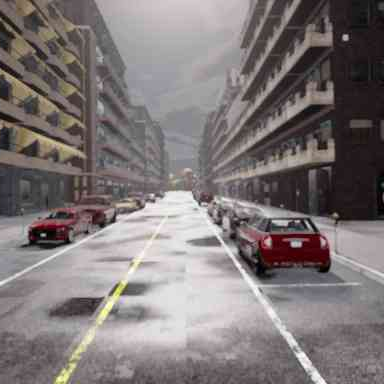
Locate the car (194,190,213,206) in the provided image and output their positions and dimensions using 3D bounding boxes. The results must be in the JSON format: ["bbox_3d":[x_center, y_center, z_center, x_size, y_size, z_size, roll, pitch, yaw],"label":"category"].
[{"bbox_3d":[1.799,0.779,43.497,2.192,1.841,5.009,0,1,-1],"label":"car"}]

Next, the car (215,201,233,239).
[{"bbox_3d":[2.397,1.331,15.668,2.008,1.369,4.403,0,1,-1],"label":"car"}]

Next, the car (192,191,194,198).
[{"bbox_3d":[1.560,0.890,54.632,2.008,1.369,4.403,0,1,-1],"label":"car"}]

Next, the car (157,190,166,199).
[{"bbox_3d":[-7.177,0.593,71.183,2.192,1.841,5.009,0,1,-1],"label":"car"}]

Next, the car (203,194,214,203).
[{"bbox_3d":[2.155,1.176,26.970,1.752,1.417,4.829,0,1,-1],"label":"car"}]

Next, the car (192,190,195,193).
[{"bbox_3d":[1.440,0.822,60.198,1.887,1.381,4.507,0,1,-1],"label":"car"}]

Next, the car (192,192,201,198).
[{"bbox_3d":[1.082,0.658,76.897,1.947,1.339,4.313,0,1,-1],"label":"car"}]

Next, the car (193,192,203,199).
[{"bbox_3d":[1.201,0.704,71.331,2.008,1.369,4.403,0,1,-1],"label":"car"}]

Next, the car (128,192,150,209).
[{"bbox_3d":[-6.460,0.966,37.785,2.192,1.841,5.009,0,1,-1],"label":"car"}]

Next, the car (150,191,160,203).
[{"bbox_3d":[-6.818,1.030,54.487,1.947,1.339,4.313,0,1,-1],"label":"car"}]

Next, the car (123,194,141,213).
[{"bbox_3d":[-6.336,1.241,32.051,1.752,1.417,4.829,0,1,-1],"label":"car"}]

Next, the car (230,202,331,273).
[{"bbox_3d":[2.517,1.284,10.101,1.967,1.590,4.097,0,1,-1],"label":"car"}]

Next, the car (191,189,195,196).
[{"bbox_3d":[1.320,0.530,65.761,2.192,1.841,5.009,0,1,-1],"label":"car"}]

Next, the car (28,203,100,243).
[{"bbox_3d":[-5.981,1.449,15.523,1.887,1.381,4.507,0,1,-1],"label":"car"}]

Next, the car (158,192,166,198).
[{"bbox_3d":[-7.416,0.737,82.319,1.802,1.307,4.206,0,1,-1],"label":"car"}]

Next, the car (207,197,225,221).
[{"bbox_3d":[2.278,1.267,21.234,2.008,1.369,4.403,0,1,-1],"label":"car"}]

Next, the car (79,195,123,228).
[{"bbox_3d":[-6.101,1.156,21.087,2.192,1.841,5.009,0,1,-1],"label":"car"}]
